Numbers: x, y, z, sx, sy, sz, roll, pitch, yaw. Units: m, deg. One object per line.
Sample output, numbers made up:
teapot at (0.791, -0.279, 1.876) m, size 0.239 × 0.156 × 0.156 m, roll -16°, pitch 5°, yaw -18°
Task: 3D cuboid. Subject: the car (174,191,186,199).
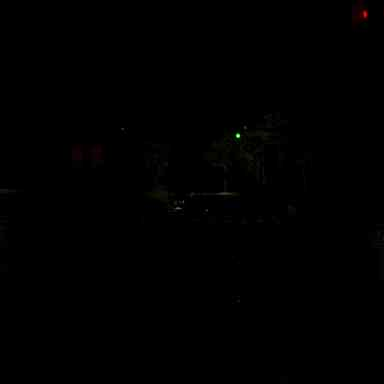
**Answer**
car at (-1.994, 0.539, 56.207) m, size 1.895 × 1.301 × 4.718 m, roll 0°, pitch 1°, yaw 1°
